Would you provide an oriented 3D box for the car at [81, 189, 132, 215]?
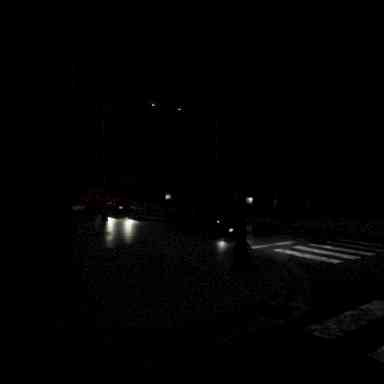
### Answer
[{"bbox_3d":[-7.022,0.786,27.564,2.150,2.045,5.566,0,1,-36],"label":"car"}]

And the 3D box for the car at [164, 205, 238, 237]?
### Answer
[{"bbox_3d":[0.510,1.376,16.865,1.895,1.301,4.718,0,1,-35],"label":"car"}]

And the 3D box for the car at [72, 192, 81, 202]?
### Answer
[{"bbox_3d":[-17.182,0.712,47.125,2.033,1.411,5.357,0,1,-35],"label":"car"}]
